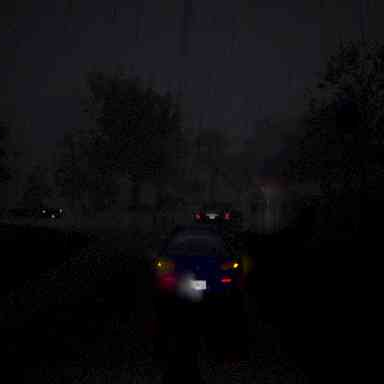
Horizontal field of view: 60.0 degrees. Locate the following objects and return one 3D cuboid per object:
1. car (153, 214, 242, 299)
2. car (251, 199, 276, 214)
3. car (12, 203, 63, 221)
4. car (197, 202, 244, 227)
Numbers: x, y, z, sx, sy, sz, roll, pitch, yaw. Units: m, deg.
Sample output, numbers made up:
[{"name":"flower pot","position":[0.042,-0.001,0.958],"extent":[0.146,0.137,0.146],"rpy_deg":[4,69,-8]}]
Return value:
[{"name":"car","position":[0.139,1.520,8.343],"extent":[1.812,1.442,4.674],"rpy_deg":[0,0,1]},{"name":"car","position":[7.437,1.455,34.439],"extent":[1.882,1.535,5.008],"rpy_deg":[1,0,23]},{"name":"car","position":[-12.617,1.582,27.131],"extent":[4.718,1.301,1.895],"rpy_deg":[0,0,35]},{"name":"car","position":[1.694,1.339,19.476],"extent":[2.097,1.767,4.553],"rpy_deg":[0,0,17]}]
